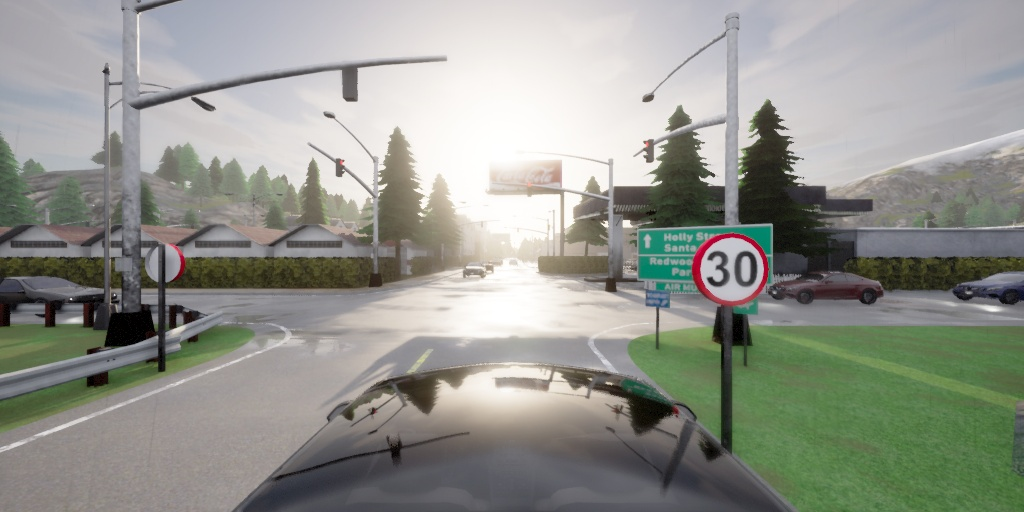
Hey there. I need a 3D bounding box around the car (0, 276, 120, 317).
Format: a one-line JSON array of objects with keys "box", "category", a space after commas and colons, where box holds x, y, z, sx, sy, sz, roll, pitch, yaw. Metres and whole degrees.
[{"box": [-18.502, 1.489, 13.733, 5.357, 1.411, 2.033, 0, 0, 1], "category": "car"}]

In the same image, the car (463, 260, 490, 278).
[{"box": [-3.459, 1.291, 33.806, 1.812, 1.442, 4.674, 1, -1, 1], "category": "car"}]

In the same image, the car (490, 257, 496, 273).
[{"box": [-3.184, 1.269, 44.097, 1.882, 1.535, 5.008, 0, -1, -3], "category": "car"}]

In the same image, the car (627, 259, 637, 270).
[{"box": [19.617, 1.489, 50.755, 5.357, 1.411, 2.033, 0, 0, 0], "category": "car"}]

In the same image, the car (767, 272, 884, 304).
[{"box": [14.802, 1.467, 17.022, 4.674, 1.442, 1.812, 0, 0, 0], "category": "car"}]

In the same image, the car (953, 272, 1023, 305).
[{"box": [23.935, 1.467, 16.928, 4.674, 1.442, 1.812, 0, 0, 1], "category": "car"}]
